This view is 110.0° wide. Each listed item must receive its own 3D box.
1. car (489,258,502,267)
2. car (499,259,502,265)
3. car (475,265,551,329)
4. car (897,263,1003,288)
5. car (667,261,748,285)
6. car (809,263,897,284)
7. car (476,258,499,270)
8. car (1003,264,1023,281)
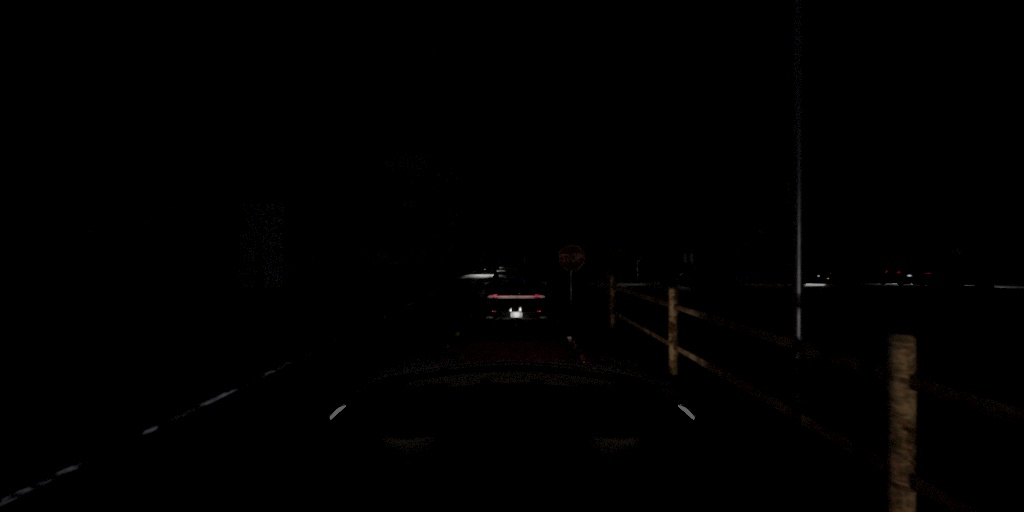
[{"bbox_3d":[-2.740,1.053,60.399,1.812,1.442,4.674,0,0,0],"label":"car"},{"bbox_3d":[-2.772,1.084,49.284,1.837,1.490,4.892,0,0,0],"label":"car"},{"bbox_3d":[0.111,1.214,11.197,2.128,1.511,4.902,0,0,0],"label":"car"},{"bbox_3d":[25.614,1.129,21.330,4.181,1.385,1.994,0,0,-1],"label":"car"},{"bbox_3d":[13.016,1.110,24.038,5.008,1.535,1.882,0,0,-2],"label":"car"},{"bbox_3d":[22.672,1.156,24.220,4.181,1.385,1.994,0,0,0],"label":"car"},{"bbox_3d":[-2.792,1.188,39.083,1.994,1.385,4.181,0,0,1],"label":"car"},{"bbox_3d":[32.617,1.149,24.376,4.718,1.301,1.895,0,0,-1],"label":"car"}]
